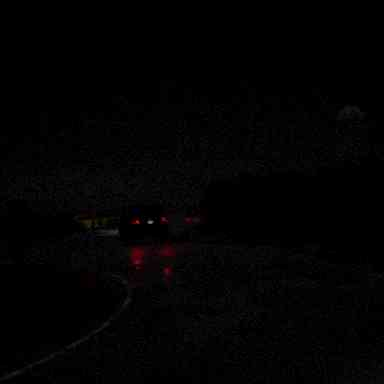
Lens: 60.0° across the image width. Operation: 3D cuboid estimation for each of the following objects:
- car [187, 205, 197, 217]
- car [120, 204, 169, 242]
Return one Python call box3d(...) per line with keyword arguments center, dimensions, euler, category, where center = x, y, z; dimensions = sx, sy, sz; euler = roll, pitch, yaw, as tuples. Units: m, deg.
box3d(center=(0.540, 2.541, 45.297), dimensions=(2.128, 1.511, 4.902), euler=(-1, -1, 8), category="car")
box3d(center=(-2.973, 1.765, 20.161), dimensions=(2.150, 2.045, 5.566), euler=(-2, -1, -18), category="car")
